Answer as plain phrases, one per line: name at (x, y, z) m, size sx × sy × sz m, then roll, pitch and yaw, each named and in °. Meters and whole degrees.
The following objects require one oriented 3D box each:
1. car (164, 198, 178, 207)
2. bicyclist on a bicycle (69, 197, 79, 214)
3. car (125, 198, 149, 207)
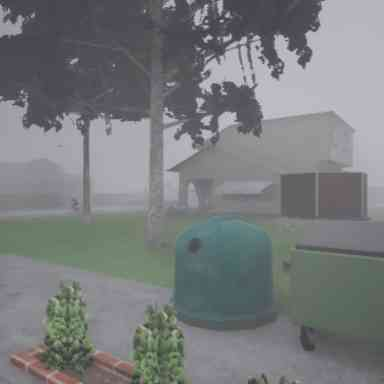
car at (-3.909, 1.585, 50.959) m, size 1.895 × 1.301 × 4.718 m, roll 0°, pitch 0°, yaw 36°
bicyclist on a bicycle at (-11.629, 1.335, 32.773) m, size 1.656 × 1.620 × 0.582 m, roll 0°, pitch 0°, yaw 36°
car at (-8.119, 1.583, 51.970) m, size 1.895 × 1.301 × 4.718 m, roll 0°, pitch 0°, yaw 36°
